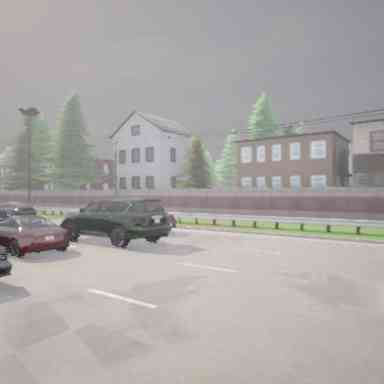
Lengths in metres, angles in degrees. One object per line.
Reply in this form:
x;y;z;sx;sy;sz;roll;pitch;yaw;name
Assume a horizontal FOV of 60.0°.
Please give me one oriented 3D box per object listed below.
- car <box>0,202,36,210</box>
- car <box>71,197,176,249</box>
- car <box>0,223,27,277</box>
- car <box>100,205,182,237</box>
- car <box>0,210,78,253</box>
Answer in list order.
-14.679;1.593;27.306;4.892;1.490;1.837;0;0;36;car
-3.570;1.260;15.061;5.566;2.045;2.150;0;0;36;car
-6.796;1.581;8.749;5.357;1.411;2.033;0;0;36;car
-3.003;1.567;18.975;4.674;1.442;1.812;0;0;36;car
-6.667;1.605;12.987;4.181;1.385;1.994;0;0;36;car
